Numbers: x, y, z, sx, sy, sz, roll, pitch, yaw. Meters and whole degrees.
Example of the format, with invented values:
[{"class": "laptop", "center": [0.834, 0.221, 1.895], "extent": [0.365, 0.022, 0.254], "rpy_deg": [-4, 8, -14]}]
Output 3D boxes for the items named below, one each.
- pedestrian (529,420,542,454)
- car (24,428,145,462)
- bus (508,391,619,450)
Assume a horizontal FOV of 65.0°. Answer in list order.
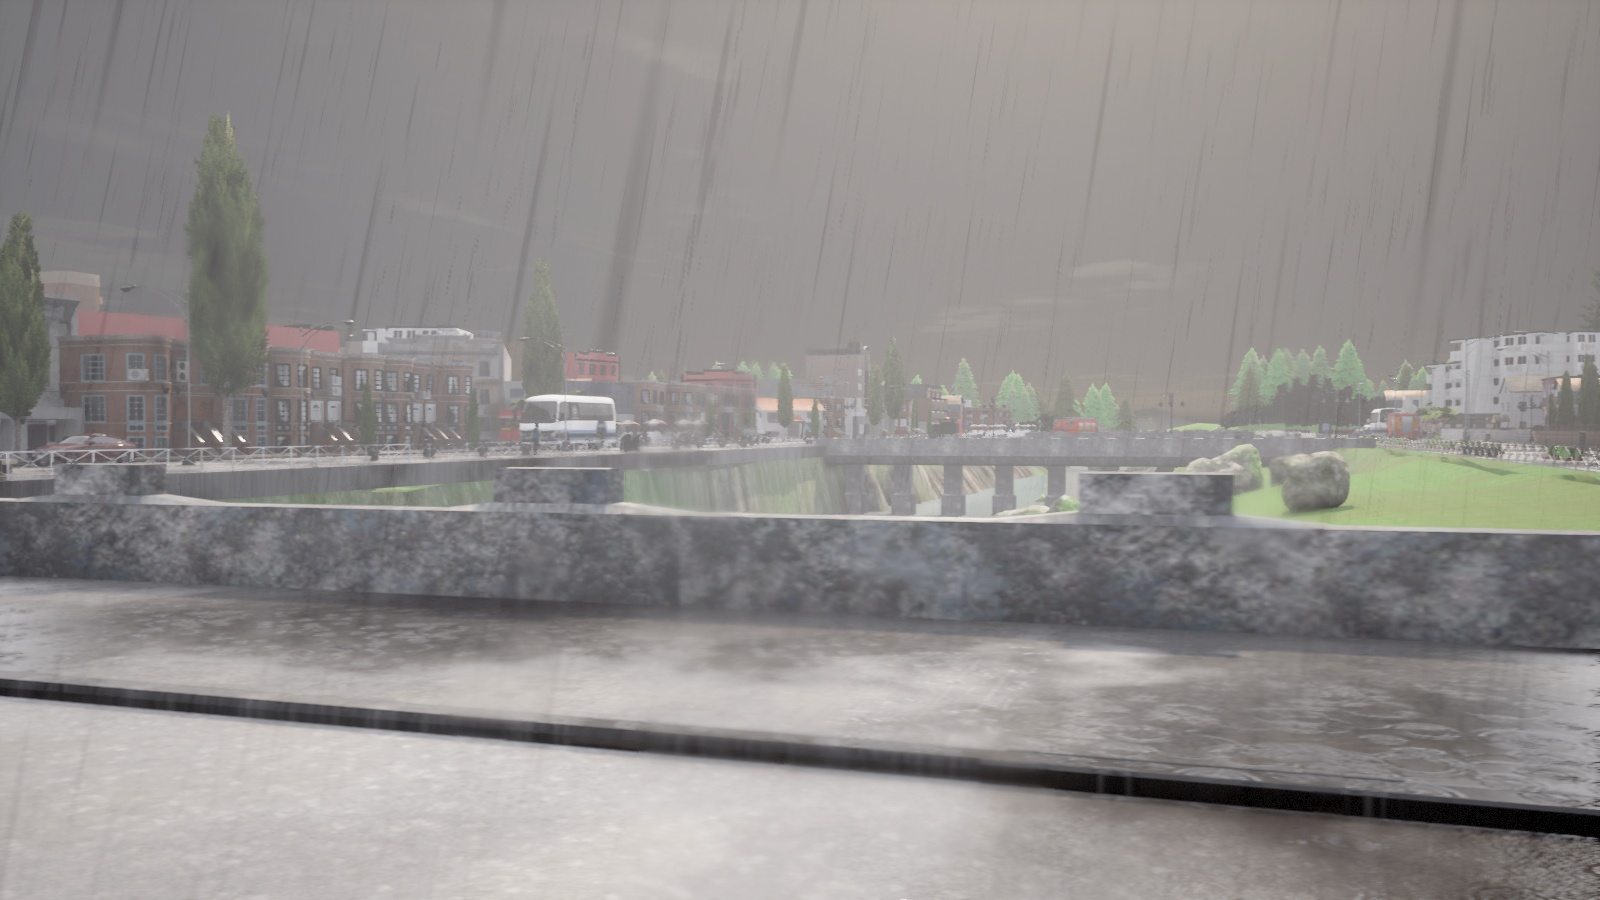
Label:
[{"class": "pedestrian", "center": [-15.008, -0.720, 71.355], "extent": [0.396, 1.930, 0.692], "rpy_deg": [1, 1, 23]}, {"class": "car", "center": [-31.920, -0.242, 56.191], "extent": [1.812, 1.442, 4.674], "rpy_deg": [1, 1, 18]}, {"class": "bus", "center": [-18.136, -2.249, 97.187], "extent": [3.944, 4.253, 10.273], "rpy_deg": [1, 1, 19]}]
